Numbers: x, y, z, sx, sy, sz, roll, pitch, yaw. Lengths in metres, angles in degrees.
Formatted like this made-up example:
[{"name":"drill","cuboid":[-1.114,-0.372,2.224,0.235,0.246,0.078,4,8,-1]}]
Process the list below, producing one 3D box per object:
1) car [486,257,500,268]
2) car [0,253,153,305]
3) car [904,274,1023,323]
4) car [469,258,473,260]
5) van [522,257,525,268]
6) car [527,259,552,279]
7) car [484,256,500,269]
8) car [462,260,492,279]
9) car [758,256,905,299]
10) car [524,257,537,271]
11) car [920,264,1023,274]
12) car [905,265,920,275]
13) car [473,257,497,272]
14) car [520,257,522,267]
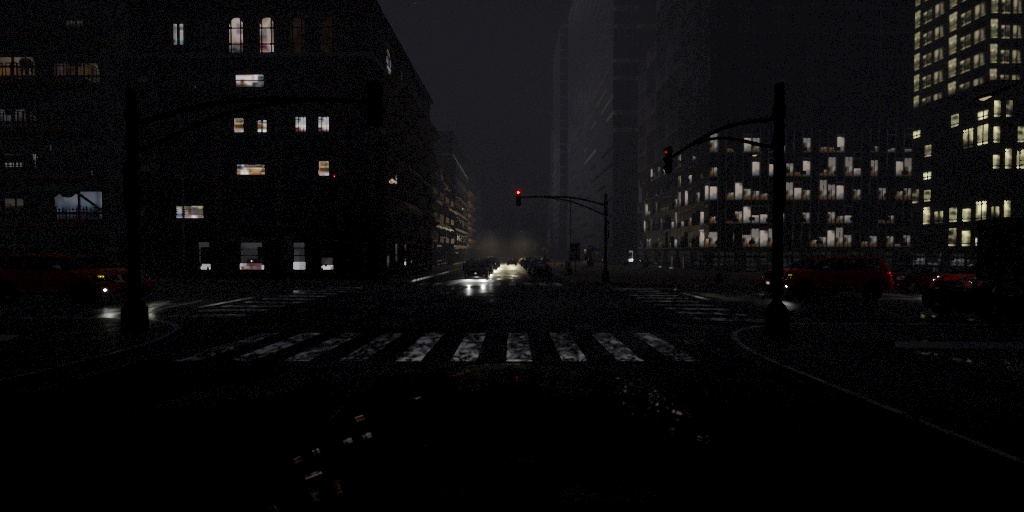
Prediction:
[{"name":"car","cuboid":[-3.100,1.035,60.690,2.097,1.767,4.553,0,0,0]},{"name":"car","cuboid":[-18.849,0.911,15.336,5.566,2.045,2.150,0,1,1]},{"name":"car","cuboid":[16.708,1.445,12.171,4.403,1.370,2.007,0,0,1]},{"name":"car","cuboid":[-5.723,1.268,49.367,1.948,1.339,4.313,0,0,0]},{"name":"van","cuboid":[2.625,1.043,49.406,1.690,1.789,3.998,0,0,0]},{"name":"car","cuboid":[2.636,1.271,32.468,1.888,1.381,4.507,0,0,0]},{"name":"car","cuboid":[-3.117,1.052,50.783,2.097,1.767,4.553,0,0,0]},{"name":"car","cuboid":[-3.104,1.290,32.278,1.994,1.385,4.181,0,0,-1]},{"name":"car","cuboid":[15.703,1.019,18.088,5.566,2.045,2.150,0,1,1]},{"name":"car","cuboid":[2.633,1.158,38.114,1.967,1.591,4.097,0,0,0]},{"name":"car","cuboid":[24.095,1.188,17.978,4.553,1.767,2.097,0,1,1]},{"name":"car","cuboid":[23.361,1.230,20.723,4.097,1.591,1.967,0,0,1]},{"name":"car","cuboid":[-3.124,1.218,41.546,1.837,1.490,4.892,0,0,0]},{"name":"car","cuboid":[2.621,1.238,55.052,1.888,1.381,4.507,0,0,0]}]
